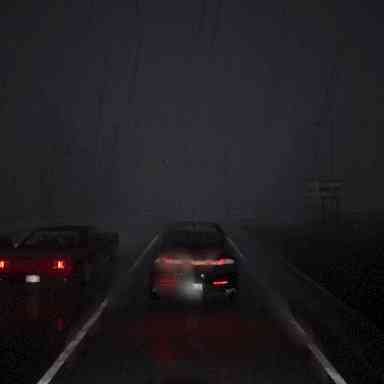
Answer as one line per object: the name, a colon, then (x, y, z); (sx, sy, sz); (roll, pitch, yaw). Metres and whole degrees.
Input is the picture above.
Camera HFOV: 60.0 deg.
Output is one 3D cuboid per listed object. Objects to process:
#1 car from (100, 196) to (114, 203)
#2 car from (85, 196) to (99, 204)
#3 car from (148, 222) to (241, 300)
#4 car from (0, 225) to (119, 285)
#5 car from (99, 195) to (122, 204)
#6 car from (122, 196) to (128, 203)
car: (-18.492, 1.518, 72.229); (1.812, 1.442, 4.674); (0, 0, 0)
car: (-18.493, 1.472, 62.128); (1.882, 1.535, 5.008); (0, 0, 0)
car: (0.058, 1.491, 8.366); (2.128, 1.511, 4.902); (0, 0, 0)
car: (-3.434, 1.600, 9.452); (1.895, 1.301, 4.718); (0, 0, 0)
car: (-14.995, 1.346, 61.514); (2.097, 1.767, 4.553); (0, 0, 0)
car: (-14.992, 1.546, 71.552); (1.994, 1.385, 4.181); (0, 0, 0)
